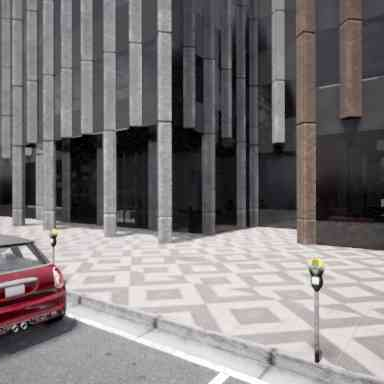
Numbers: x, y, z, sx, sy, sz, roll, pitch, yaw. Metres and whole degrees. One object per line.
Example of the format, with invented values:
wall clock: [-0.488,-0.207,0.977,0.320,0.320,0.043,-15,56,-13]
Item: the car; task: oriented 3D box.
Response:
car: [-4.103,1.438,5.881,4.097,1.590,1.967,0,0,35]
